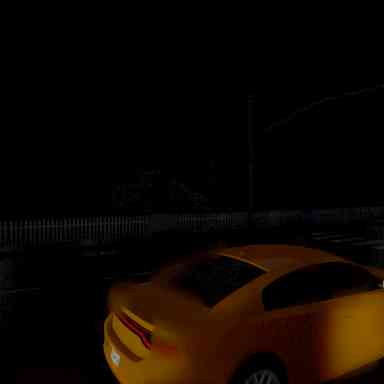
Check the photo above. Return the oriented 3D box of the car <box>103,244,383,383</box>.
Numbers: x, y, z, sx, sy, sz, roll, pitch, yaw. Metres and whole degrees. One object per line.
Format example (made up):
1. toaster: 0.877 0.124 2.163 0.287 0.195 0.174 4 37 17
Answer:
1. car: 1.377 1.478 4.560 5.008 1.535 1.882 0 0 -30
